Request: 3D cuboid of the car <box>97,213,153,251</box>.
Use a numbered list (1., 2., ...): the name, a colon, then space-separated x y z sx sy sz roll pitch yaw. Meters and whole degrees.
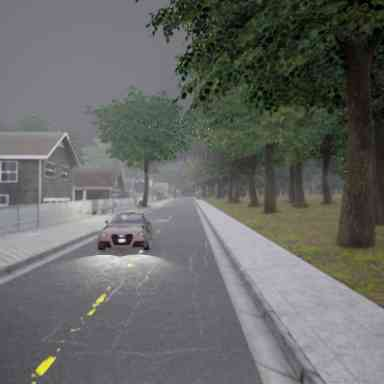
1. car: -2.700 1.609 14.234 1.994 1.385 4.181 0 0 -4
